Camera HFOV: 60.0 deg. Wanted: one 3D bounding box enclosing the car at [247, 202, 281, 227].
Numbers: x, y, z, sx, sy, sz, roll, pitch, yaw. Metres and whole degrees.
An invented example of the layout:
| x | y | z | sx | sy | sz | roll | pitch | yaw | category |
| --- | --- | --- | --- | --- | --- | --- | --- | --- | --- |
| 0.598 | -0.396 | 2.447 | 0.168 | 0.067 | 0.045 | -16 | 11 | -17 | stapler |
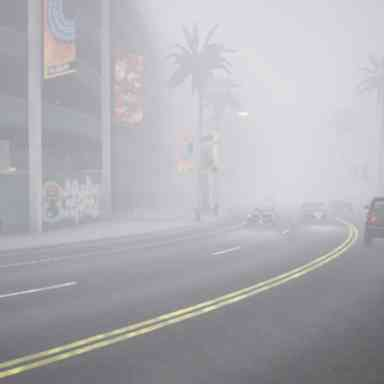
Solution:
| x | y | z | sx | sy | sz | roll | pitch | yaw | category |
| --- | --- | --- | --- | --- | --- | --- | --- | --- | --- |
| 5.117 | 1.606 | 23.267 | 1.895 | 1.301 | 4.718 | 0 | 0 | 20 | car |

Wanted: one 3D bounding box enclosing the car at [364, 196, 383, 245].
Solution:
| x | y | z | sx | sy | sz | roll | pitch | yaw | category |
| --- | --- | --- | --- | --- | --- | --- | --- | --- | --- |
| 8.962 | 1.184 | 14.785 | 2.150 | 2.045 | 5.566 | 0 | 0 | 31 | car |

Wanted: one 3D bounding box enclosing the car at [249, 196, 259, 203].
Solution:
| x | y | z | sx | sy | sz | roll | pitch | yaw | category |
| --- | --- | --- | --- | --- | --- | --- | --- | --- | --- |
| 11.729 | 1.550 | 63.096 | 1.812 | 1.442 | 4.674 | 0 | 0 | 9 | car |

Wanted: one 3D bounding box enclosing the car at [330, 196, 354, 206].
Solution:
| x | y | z | sx | sy | sz | roll | pitch | yaw | category |
| --- | --- | --- | --- | --- | --- | --- | --- | --- | --- |
| 24.163 | 1.399 | 53.630 | 2.231 | 1.521 | 4.892 | 0 | 0 | 8 | car |

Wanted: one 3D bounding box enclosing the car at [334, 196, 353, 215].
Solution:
| x | y | z | sx | sy | sz | roll | pitch | yaw | category |
| --- | --- | --- | --- | --- | --- | --- | --- | --- | --- |
| 14.723 | 1.457 | 33.532 | 1.837 | 1.490 | 4.892 | 0 | 0 | 9 | car |

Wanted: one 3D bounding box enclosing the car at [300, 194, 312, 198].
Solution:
| x | y | z | sx | sy | sz | roll | pitch | yaw | category |
| --- | --- | --- | --- | --- | --- | --- | --- | --- | --- |
| 28.196 | 1.293 | 82.727 | 2.185 | 1.767 | 4.553 | 0 | 0 | 8 | car |

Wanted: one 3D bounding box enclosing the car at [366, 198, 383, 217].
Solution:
| x | y | z | sx | sy | sz | roll | pitch | yaw | category |
| --- | --- | --- | --- | --- | --- | --- | --- | --- | --- |
| 17.665 | 1.403 | 30.168 | 1.882 | 1.535 | 5.008 | 0 | 0 | 11 | car |

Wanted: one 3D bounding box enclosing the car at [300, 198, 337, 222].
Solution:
| x | y | z | sx | sy | sz | roll | pitch | yaw | category |
| --- | --- | --- | --- | --- | --- | --- | --- | --- | --- |
| 9.520 | 1.469 | 25.870 | 2.128 | 1.511 | 4.902 | 0 | 0 | 14 | car |

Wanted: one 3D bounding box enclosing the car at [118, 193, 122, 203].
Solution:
| x | y | z | sx | sy | sz | roll | pitch | yaw | category |
| --- | --- | --- | --- | --- | --- | --- | --- | --- | --- |
| -11.442 | 1.202 | 50.972 | 2.435 | 2.045 | 5.566 | 0 | 0 | 8 | car |

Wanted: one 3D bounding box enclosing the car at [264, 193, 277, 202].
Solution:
| x | y | z | sx | sy | sz | roll | pitch | yaw | category |
| --- | --- | --- | --- | --- | --- | --- | --- | --- | --- |
| 15.812 | 1.228 | 66.895 | 2.150 | 2.045 | 5.566 | 0 | 0 | 8 | car |
